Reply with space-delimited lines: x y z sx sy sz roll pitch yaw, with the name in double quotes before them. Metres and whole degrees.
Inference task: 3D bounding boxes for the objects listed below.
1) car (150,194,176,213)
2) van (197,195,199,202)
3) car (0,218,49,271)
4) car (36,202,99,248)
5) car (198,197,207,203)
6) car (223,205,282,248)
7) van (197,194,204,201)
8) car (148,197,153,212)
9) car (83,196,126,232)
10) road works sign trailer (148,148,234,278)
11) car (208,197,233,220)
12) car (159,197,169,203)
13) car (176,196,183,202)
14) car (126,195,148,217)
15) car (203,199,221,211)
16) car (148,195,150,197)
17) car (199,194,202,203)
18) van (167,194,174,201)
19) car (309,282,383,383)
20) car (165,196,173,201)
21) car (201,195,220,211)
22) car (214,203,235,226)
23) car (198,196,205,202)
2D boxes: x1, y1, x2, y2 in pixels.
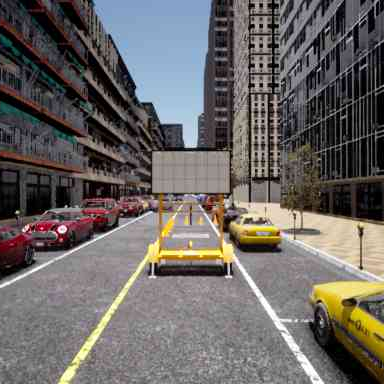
"car" -3.254 1.390 37.627 2.097 1.767 4.553 0 0 0
"van" 2.400 1.479 71.213 1.690 1.788 3.998 0 0 0
"car" -5.721 1.585 8.882 1.802 1.307 4.206 0 0 0
"car" -5.743 1.447 14.545 1.967 1.590 4.097 0 0 0
"car" 2.376 1.742 76.876 1.802 1.307 4.206 0 0 0
"car" 2.635 1.533 14.750 1.752 1.417 4.829 0 0 0
"van" 2.329 1.547 88.202 1.690 1.788 3.998 0 0 0
"car" -5.838 1.562 37.029 1.752 1.417 4.829 0 0 0
"car" -5.766 1.329 20.209 2.192 1.841 5.009 0 0 0
"road works sign trailer" -0.034 0.468 10.102 2.380 3.560 2.880 0 0 0
"car" 2.589 1.460 25.907 1.967 1.590 4.097 0 0 0
"car" -5.981 1.704 71.177 1.947 1.339 4.313 0 0 0
"car" -3.351 1.760 85.740 1.994 1.385 4.181 0 0 0
"car" -5.813 1.342 31.535 2.192 1.841 5.009 0 0 0
"car" 2.518 1.599 42.897 2.008 1.369 4.403 0 0 0
"car" -5.861 1.364 42.863 2.192 1.841 5.009 0 0 0
"car" 2.495 1.377 48.559 2.192 1.841 5.009 0 0 0
"van" -6.075 1.574 93.832 1.690 1.788 3.998 0 0 0
"car" 2.683 1.526 3.425 1.752 1.417 4.829 0 0 0
"car" -6.052 1.772 88.166 1.947 1.339 4.313 0 0 0
"car" 2.543 1.352 37.234 2.192 1.841 5.009 0 0 0
"car" 2.612 1.580 20.244 1.947 1.339 4.313 0 0 0
"car" 2.352 1.764 82.538 1.802 1.307 4.206 0 0 0
